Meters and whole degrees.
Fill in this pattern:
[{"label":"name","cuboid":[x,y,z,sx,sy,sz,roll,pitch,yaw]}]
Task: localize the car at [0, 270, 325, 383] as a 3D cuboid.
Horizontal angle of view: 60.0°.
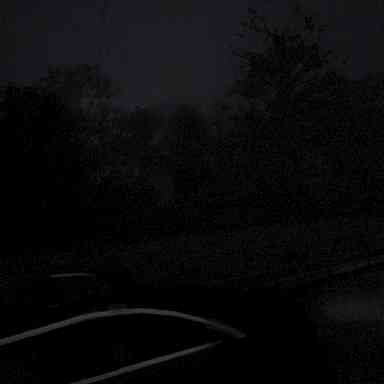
[{"label":"car","cuboid":[-0.845,1.485,2.836,4.902,1.511,2.128,0,0,-35]}]
